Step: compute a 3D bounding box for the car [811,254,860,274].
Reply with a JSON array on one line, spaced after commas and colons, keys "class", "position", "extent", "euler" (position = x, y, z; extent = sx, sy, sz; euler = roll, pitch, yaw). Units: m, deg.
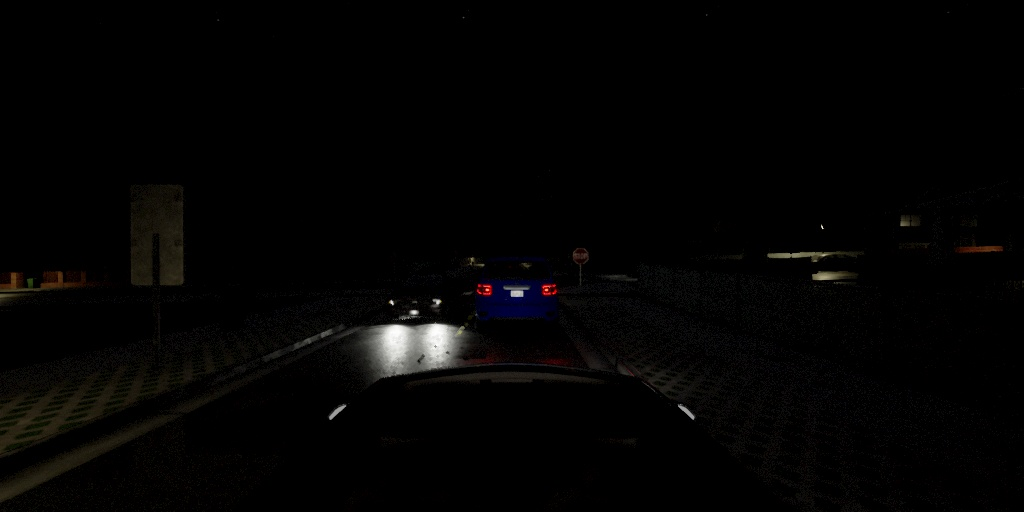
[{"class": "car", "position": [23.338, 0.572, 26.666], "extent": [5.357, 1.411, 2.033], "euler": [-2, 0, 0]}]

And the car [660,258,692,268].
[{"class": "car", "position": [11.822, 0.867, 26.618], "extent": [4.674, 1.442, 1.812], "euler": [-2, 0, 0]}]

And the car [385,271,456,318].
[{"class": "car", "position": [-3.117, 1.289, 13.291], "extent": [2.033, 1.411, 5.357], "euler": [0, 0, -5]}]

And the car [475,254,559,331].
[{"class": "car", "position": [0.122, 0.967, 11.118], "extent": [2.150, 2.045, 5.566], "euler": [0, 0, 0]}]

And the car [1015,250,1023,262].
[{"class": "car", "position": [38.151, 0.223, 26.699], "extent": [4.718, 1.301, 1.895], "euler": [-2, 0, 0]}]
